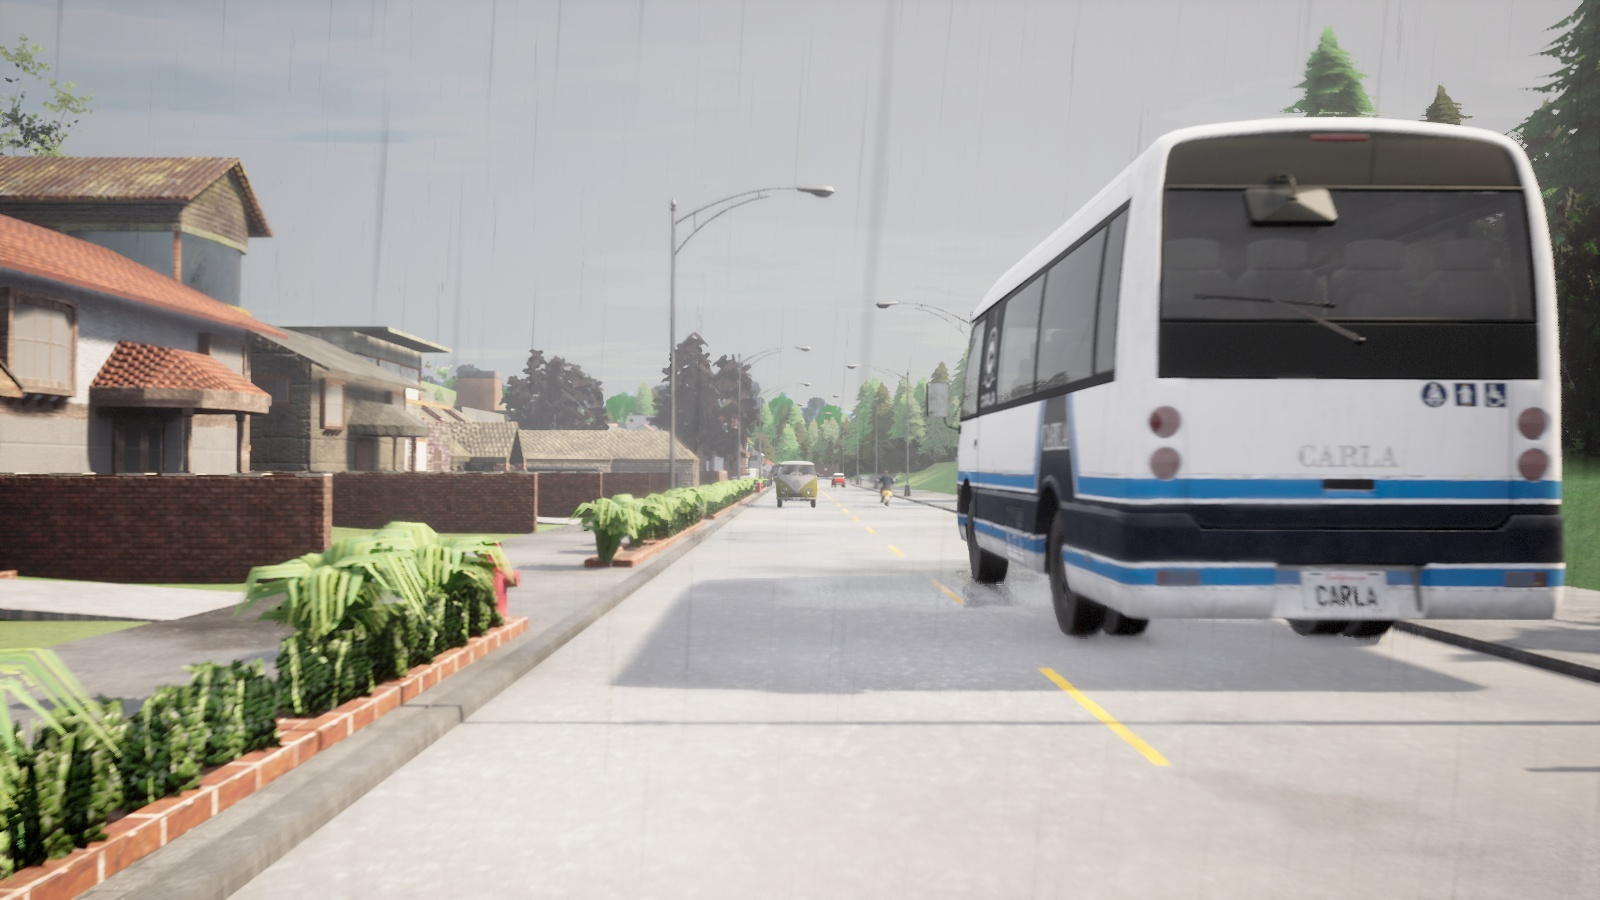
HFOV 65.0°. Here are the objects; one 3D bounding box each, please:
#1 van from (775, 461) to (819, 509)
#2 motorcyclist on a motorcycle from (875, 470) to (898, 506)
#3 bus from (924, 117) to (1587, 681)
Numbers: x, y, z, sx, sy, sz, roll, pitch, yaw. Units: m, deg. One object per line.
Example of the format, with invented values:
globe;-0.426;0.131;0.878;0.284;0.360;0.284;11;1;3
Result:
van;-0.132;1.473;54.052;1.775;1.987;4.442;0;-1;0
motorcyclist on a motorcycle;3.863;1.693;56.193;0.866;1.590;1.817;0;-1;0
bus;3.951;-0.333;14.641;3.944;4.253;10.273;0;-1;0
